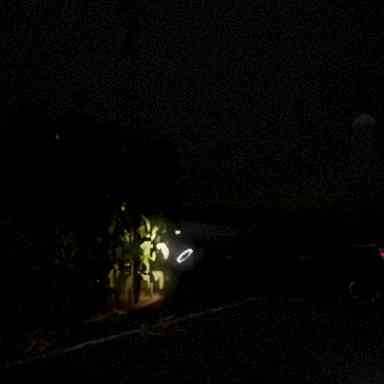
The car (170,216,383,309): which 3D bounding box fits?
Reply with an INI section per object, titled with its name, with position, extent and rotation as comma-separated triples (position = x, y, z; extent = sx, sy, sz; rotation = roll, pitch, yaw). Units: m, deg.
[car]
position = 1.812, 1.340, 7.530
extent = 4.553, 1.767, 2.097
rotation = 0, 0, 8
